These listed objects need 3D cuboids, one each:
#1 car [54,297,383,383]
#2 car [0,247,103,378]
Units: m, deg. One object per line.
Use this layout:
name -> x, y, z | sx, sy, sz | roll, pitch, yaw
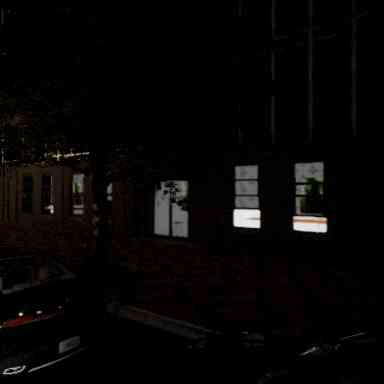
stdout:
car -> 1.428, 1.551, 1.857 | 4.403, 1.369, 2.008 | 0, 0, 35
car -> -3.207, 1.536, 5.161 | 4.403, 1.369, 2.008 | 0, 0, 35
